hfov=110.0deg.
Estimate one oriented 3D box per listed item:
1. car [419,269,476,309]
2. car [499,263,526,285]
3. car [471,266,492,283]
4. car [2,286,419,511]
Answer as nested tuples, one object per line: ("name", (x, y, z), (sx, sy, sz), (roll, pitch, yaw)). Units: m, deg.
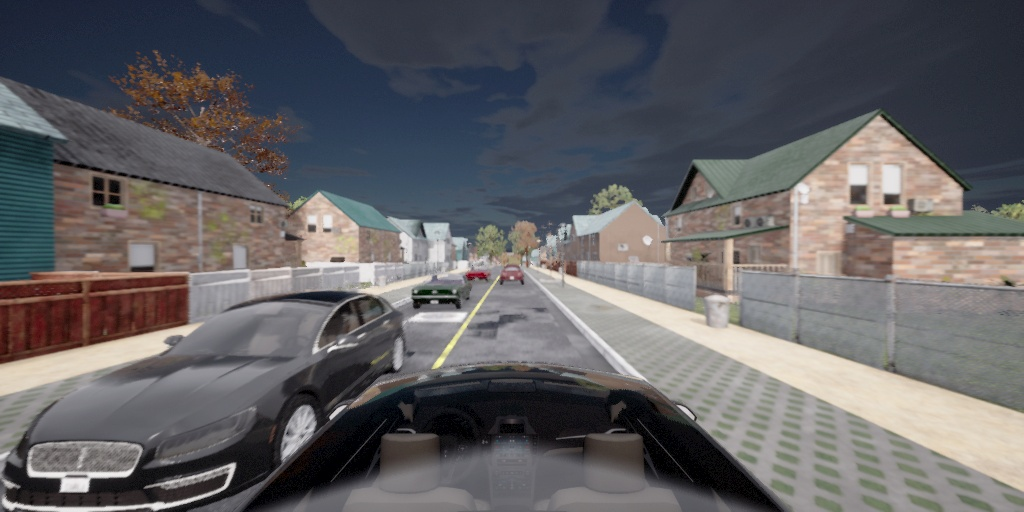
("car", (-2.846, 1.406, 15.424), (1.895, 1.301, 4.718), (0, 0, 0))
("car", (0.005, 1.410, 27.930), (1.812, 1.442, 4.674), (0, 0, 0))
("car", (-2.763, 1.502, 30.216), (1.895, 1.301, 4.718), (0, 0, 0))
("car", (-2.848, 1.266, 4.768), (1.837, 1.490, 4.892), (0, -1, 0))
